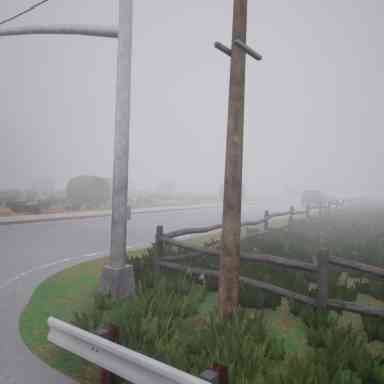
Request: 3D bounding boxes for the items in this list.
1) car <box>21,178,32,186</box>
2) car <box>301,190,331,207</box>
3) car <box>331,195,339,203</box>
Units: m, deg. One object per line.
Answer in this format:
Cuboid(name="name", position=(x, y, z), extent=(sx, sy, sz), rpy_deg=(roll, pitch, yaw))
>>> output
Cuboid(name="car", position=(-39.212, -2.341, 79.241), extent=(1.905, 1.878, 3.866), rpy_deg=(8, 2, -13))
Cuboid(name="car", position=(15.383, 0.808, 41.847), extent=(2.150, 2.045, 5.566), rpy_deg=(3, 2, 34))
Cuboid(name="car", position=(21.133, 1.130, 50.746), extent=(1.994, 1.385, 4.181), rpy_deg=(3, 2, 33))
